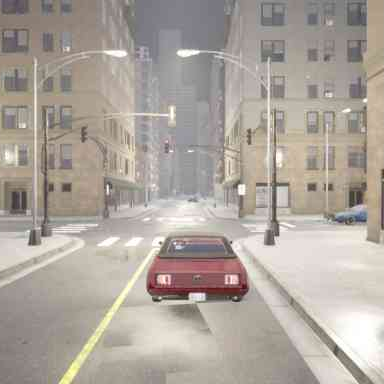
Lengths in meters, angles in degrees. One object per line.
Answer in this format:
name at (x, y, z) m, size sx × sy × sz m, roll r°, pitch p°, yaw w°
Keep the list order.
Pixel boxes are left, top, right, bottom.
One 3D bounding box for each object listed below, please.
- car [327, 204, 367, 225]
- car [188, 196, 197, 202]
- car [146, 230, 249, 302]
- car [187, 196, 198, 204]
car at (12.194, 1.512, 22.796) m, size 5.357 × 1.411 × 2.033 m, roll 0°, pitch 0°, yaw 3°
car at (0.085, 1.567, 75.116) m, size 1.895 × 1.301 × 4.718 m, roll 0°, pitch 0°, yaw 0°
car at (0.092, 1.601, 8.203) m, size 1.895 × 1.301 × 4.718 m, roll 0°, pitch 0°, yaw 0°
car at (0.169, 1.507, 65.188) m, size 1.812 × 1.442 × 4.674 m, roll 0°, pitch 0°, yaw 0°
